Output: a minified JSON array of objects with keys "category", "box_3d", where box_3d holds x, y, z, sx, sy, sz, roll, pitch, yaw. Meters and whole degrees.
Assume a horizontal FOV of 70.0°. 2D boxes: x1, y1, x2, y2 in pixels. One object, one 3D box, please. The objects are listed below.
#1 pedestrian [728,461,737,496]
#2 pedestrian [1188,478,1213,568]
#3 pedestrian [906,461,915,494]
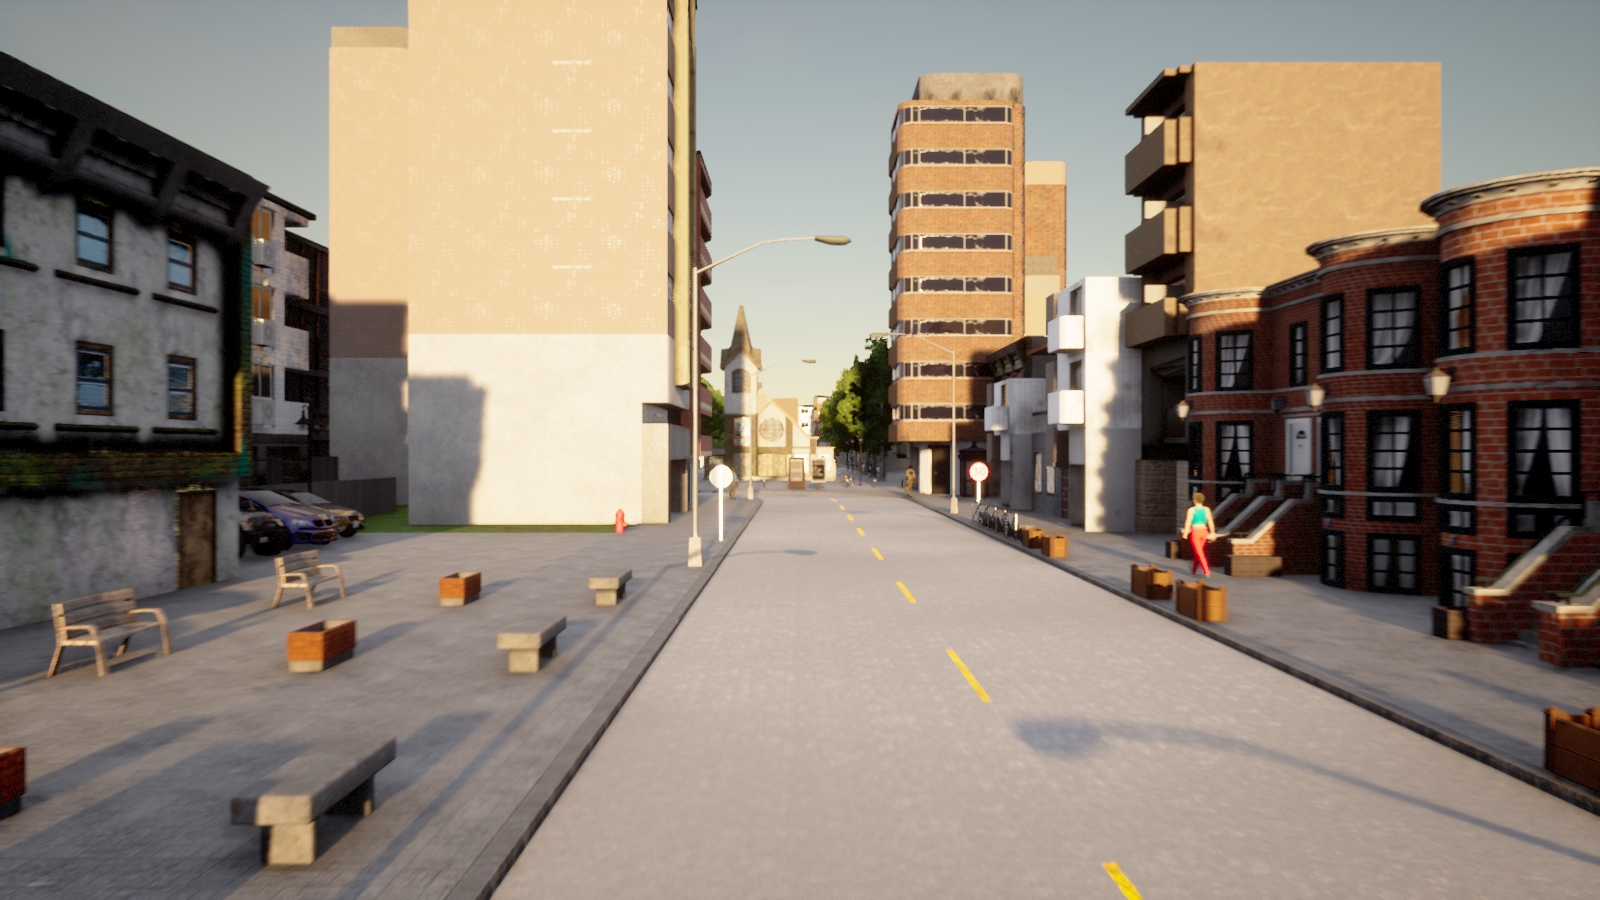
[{"category":"pedestrian","box_3d":[-3.601,1.525,61.009,0.375,1.860,0.375,0,0,-15]},{"category":"pedestrian","box_3d":[8.389,1.525,23.924,0.375,1.860,0.375,0,0,-3]},{"category":"pedestrian","box_3d":[6.182,1.524,64.035,0.375,1.860,0.375,0,0,-11]}]
